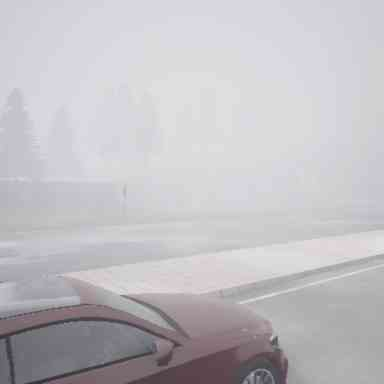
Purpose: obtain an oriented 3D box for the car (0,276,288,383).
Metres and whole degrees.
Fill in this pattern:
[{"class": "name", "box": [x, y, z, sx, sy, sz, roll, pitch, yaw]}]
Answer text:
[{"class": "car", "box": [-1.186, 1.526, 2.901, 4.674, 1.442, 1.812, 0, 0, -36]}]
